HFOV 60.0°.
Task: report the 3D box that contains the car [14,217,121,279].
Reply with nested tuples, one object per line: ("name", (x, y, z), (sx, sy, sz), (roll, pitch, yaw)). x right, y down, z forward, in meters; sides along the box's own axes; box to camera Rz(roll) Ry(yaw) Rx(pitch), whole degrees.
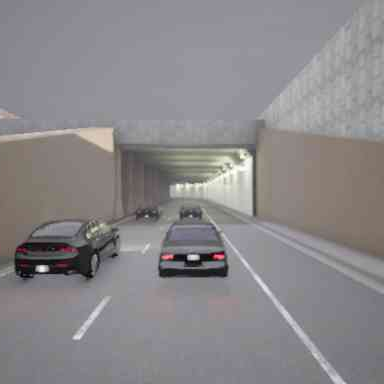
("car", (-3.482, 1.528, 10.134), (1.837, 1.490, 4.892), (0, 0, 0))

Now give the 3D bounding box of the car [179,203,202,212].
("car", (-0.107, 1.635, 28.658), (1.895, 1.301, 4.718), (0, 0, 0))

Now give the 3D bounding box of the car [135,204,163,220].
("car", (-3.607, 1.645, 28.636), (1.895, 1.301, 4.718), (0, 0, 0))

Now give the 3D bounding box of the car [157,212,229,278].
("car", (0.020, 1.560, 10.168), (2.033, 1.411, 5.357), (0, 0, 0))
